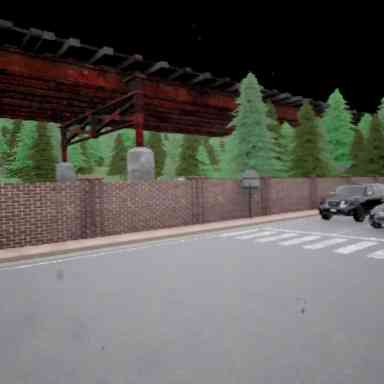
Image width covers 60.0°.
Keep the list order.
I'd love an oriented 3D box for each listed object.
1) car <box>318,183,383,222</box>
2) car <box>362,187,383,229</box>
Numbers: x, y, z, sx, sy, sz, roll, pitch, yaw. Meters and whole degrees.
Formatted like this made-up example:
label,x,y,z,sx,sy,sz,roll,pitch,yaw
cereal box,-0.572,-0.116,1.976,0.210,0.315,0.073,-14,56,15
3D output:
label,x,y,z,sx,sy,sz,roll,pitch,yaw
car,9.632,0.530,19.519,5.566,2.045,2.150,-3,2,-40
car,10.009,0.741,15.270,4.553,1.767,2.097,-3,2,-40
